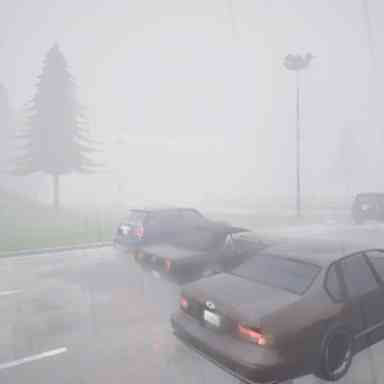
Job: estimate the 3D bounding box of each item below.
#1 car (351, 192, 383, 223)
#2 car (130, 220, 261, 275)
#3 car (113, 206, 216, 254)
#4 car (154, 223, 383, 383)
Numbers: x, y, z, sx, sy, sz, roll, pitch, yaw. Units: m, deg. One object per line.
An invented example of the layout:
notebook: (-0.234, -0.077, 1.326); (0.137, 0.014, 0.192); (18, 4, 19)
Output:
car: (12.365, 1.032, 21.166); (5.566, 2.045, 2.150); (-1, 0, -35)
car: (1.014, 1.551, 8.768); (4.718, 1.301, 1.895); (-1, 0, -35)
car: (-0.431, 1.296, 12.041); (4.553, 1.767, 2.097); (-1, 0, -36)
car: (2.275, 1.506, 5.373); (5.357, 1.411, 2.033); (-1, 0, -36)
